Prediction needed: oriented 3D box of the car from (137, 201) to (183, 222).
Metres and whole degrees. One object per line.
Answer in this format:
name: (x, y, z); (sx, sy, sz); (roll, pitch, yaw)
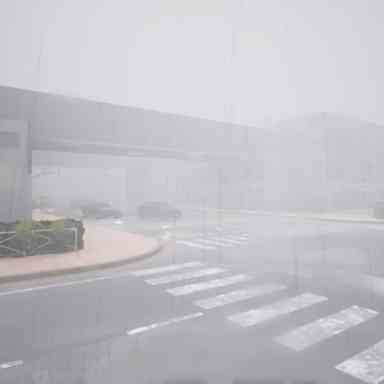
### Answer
car: (-2.674, 1.473, 27.051); (1.882, 1.535, 5.008); (0, 0, -36)

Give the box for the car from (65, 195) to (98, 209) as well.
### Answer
car: (-14.547, 1.487, 43.487); (2.128, 1.511, 4.902); (0, 0, -36)

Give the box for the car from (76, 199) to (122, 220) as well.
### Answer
car: (-7.755, 1.544, 28.099); (2.033, 1.411, 5.357); (0, 0, -36)

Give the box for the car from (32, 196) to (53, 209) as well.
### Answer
car: (-20.926, 1.348, 46.397); (2.097, 1.767, 4.553); (0, 0, -35)
